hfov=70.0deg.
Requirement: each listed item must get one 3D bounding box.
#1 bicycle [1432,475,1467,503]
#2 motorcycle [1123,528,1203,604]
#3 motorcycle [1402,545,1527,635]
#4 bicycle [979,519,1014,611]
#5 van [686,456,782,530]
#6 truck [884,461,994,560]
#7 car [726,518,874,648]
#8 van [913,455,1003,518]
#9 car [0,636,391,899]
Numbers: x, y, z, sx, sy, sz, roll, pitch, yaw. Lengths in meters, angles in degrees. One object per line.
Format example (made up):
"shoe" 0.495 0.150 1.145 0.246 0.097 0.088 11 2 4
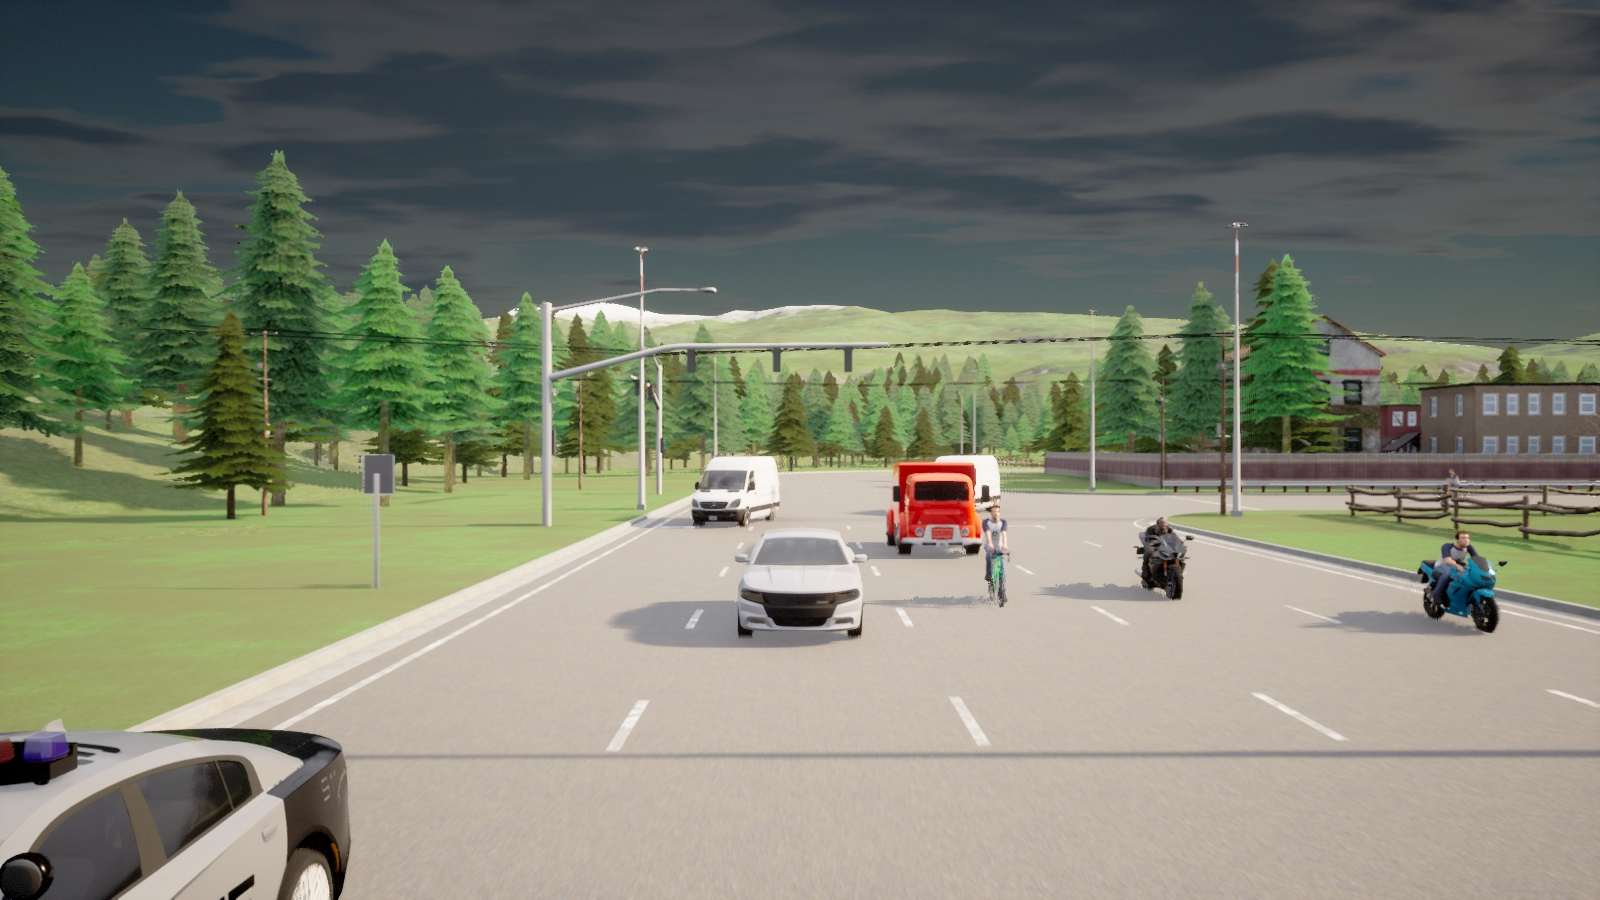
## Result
"bicycle" 34.431 2.058 60.538 1.643 1.496 0.373 0 0 0
"motorcycle" 7.007 2.206 22.169 0.867 1.251 2.209 0 0 0
"motorcycle" 10.515 2.187 18.181 0.803 1.199 2.033 0 0 0
"bicycle" 3.567 2.057 20.772 0.373 1.496 1.643 0 0 1
"van" -2.395 1.536 43.378 1.988 2.561 5.915 0 0 13
"truck" 3.732 1.568 31.763 2.627 2.467 5.204 0 0 2
"car" 0.020 2.035 18.661 2.097 1.535 5.006 0 0 0
"van" 7.026 1.536 50.254 1.988 2.561 5.915 -1 -1 28
"car" -3.609 1.982 4.523 2.097 1.638 5.238 0 0 0
